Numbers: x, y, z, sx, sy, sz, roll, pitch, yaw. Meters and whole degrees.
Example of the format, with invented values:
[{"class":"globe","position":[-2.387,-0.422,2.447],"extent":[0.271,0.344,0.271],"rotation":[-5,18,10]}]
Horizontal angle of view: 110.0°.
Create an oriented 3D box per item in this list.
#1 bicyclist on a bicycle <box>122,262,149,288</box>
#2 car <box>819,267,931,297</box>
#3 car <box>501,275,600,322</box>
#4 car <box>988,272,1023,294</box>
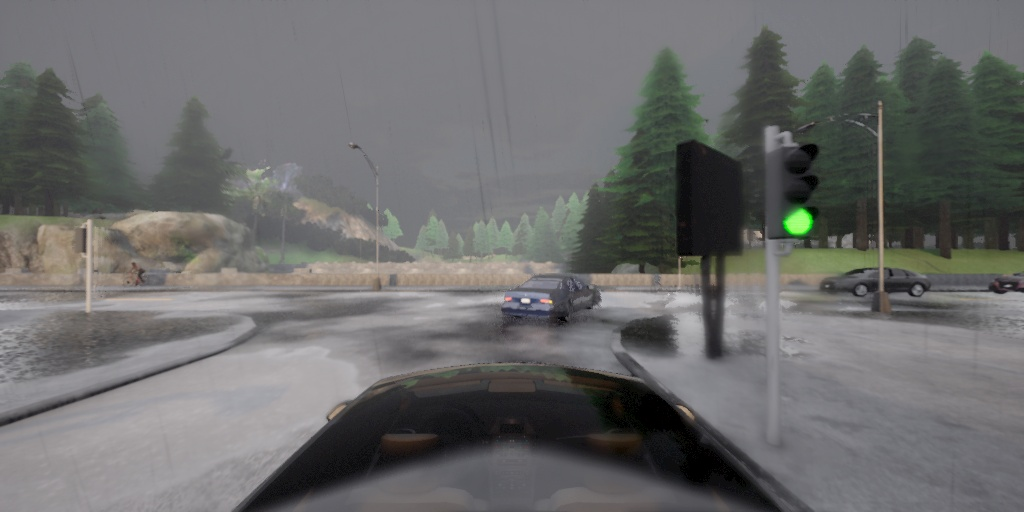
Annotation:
[{"class":"bicyclist on a bicycle","position":[-24.495,1.230,23.365],"extent":[0.582,1.620,1.656],"rotation":[0,0,0]},{"class":"car","position":[19.217,1.357,19.120],"extent":[4.892,1.490,1.837],"rotation":[0,0,0]},{"class":"car","position":[1.599,1.362,12.676],"extent":[2.033,1.411,5.357],"rotation":[0,0,28]},{"class":"car","position":[28.421,1.415,19.108],"extent":[4.181,1.385,1.994],"rotation":[0,0,0]}]
